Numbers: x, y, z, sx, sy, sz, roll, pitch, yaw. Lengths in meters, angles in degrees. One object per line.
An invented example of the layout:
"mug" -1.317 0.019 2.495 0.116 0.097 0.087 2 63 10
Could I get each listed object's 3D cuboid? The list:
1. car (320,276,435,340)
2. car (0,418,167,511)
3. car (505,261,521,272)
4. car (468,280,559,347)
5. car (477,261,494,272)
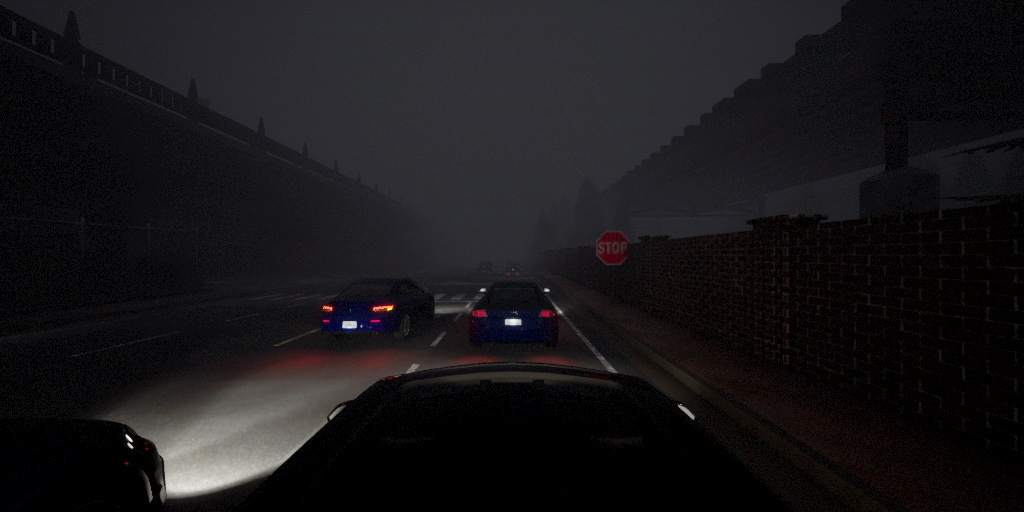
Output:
"car" -3.413 1.276 9.825 1.812 1.442 4.674 0 0 0
"car" -3.399 1.314 0.730 1.994 1.385 4.181 0 0 0
"car" 0.099 1.351 46.119 1.895 1.301 4.718 0 0 -1
"car" 0.069 1.314 9.303 1.994 1.385 4.181 0 0 1
"car" -3.395 1.297 45.950 2.033 1.411 5.357 0 0 -1
